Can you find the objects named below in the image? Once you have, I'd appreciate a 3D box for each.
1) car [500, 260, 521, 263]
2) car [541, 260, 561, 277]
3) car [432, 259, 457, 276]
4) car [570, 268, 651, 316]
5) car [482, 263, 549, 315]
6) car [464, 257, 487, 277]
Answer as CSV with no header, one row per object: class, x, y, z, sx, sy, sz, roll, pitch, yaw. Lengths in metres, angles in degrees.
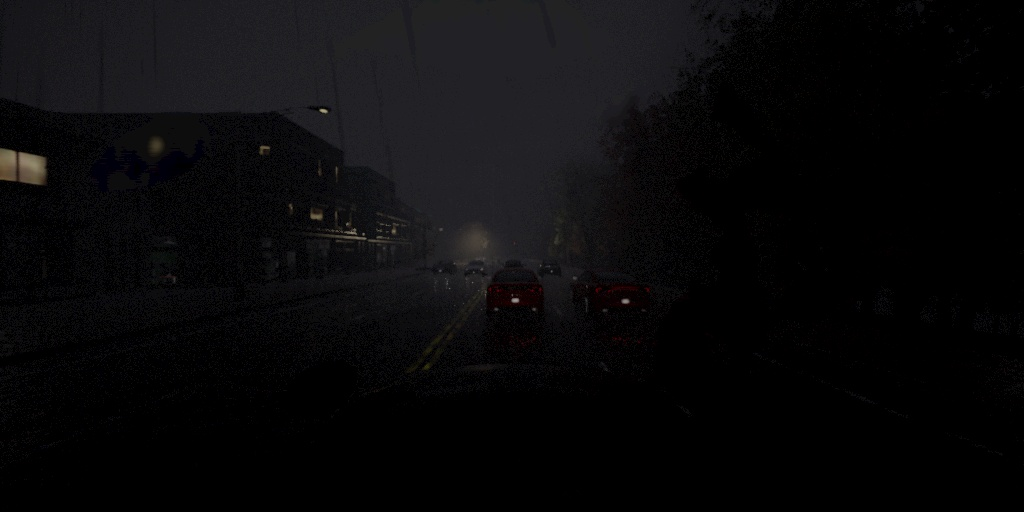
car,0.111,1.113,33.163,1.837,1.490,4.892,0,0,0
car,3.360,1.101,32.817,2.128,1.511,4.902,0,0,0
car,-6.580,1.091,35.402,2.128,1.511,4.902,0,0,0
car,3.353,1.176,13.059,1.882,1.535,5.008,0,0,0
car,0.104,1.175,13.267,1.882,1.535,5.008,0,0,0
car,-3.332,1.131,33.674,1.812,1.442,4.674,0,0,0
